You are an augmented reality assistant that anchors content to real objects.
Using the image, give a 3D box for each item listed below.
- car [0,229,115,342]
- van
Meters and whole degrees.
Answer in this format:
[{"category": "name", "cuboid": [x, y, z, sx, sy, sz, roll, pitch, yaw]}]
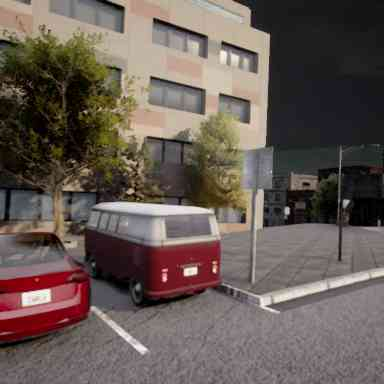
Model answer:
[{"category": "car", "cuboid": [-3.503, 1.508, 6.504, 2.163, 1.488, 4.792, 0, 0, -35]}, {"category": "van", "cuboid": [-1.283, 1.273, 8.191, 1.878, 1.987, 4.442, 0, 0, -35]}]
